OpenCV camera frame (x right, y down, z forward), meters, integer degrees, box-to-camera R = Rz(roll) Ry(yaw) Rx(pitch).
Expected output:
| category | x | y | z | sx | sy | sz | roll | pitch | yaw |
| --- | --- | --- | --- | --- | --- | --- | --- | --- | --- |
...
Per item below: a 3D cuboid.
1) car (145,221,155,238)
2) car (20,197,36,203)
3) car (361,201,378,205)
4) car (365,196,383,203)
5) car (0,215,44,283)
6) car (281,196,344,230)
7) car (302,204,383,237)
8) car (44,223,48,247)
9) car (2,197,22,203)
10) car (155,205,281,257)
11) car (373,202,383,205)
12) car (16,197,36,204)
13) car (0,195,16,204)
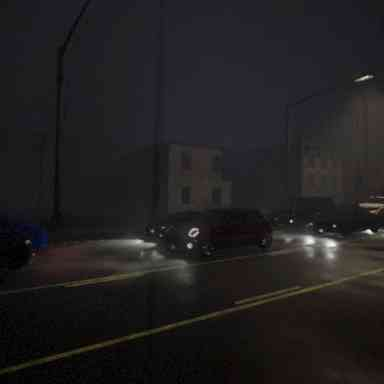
| category | x | y | z | sx | sy | sz | roll | pitch | yaw |
| --- | --- | --- | --- | --- | --- | --- | --- | --- | --- |
| car | -0.232 | 1.652 | 16.734 | 4.181 | 1.385 | 1.994 | 0 | 0 | -36 |
| car | -38.970 | 1.901 | 78.948 | 1.853 | 1.218 | 4.536 | 1 | -1 | -5 |
| car | 11.774 | 1.652 | 25.174 | 4.674 | 1.442 | 1.812 | 0 | 0 | -36 |
| car | 15.985 | 1.346 | 28.231 | 5.566 | 2.045 | 2.150 | 0 | 0 | -34 |
| car | -6.477 | 1.516 | 7.974 | 4.902 | 1.511 | 2.128 | 1 | -1 | -35 |
| car | 7.476 | 1.328 | 22.221 | 5.566 | 2.045 | 2.150 | 0 | 0 | -36 |
| car | 8.926 | 1.643 | 18.959 | 5.357 | 1.411 | 2.033 | 0 | 0 | -35 |
| car | -7.680 | 1.519 | 11.416 | 5.008 | 1.535 | 1.882 | 1 | -1 | -35 |
| car | -42.742 | 1.845 | 78.845 | 4.536 | 1.218 | 1.853 | 0 | -1 | 25 |
| car | 1.134 | 1.429 | 13.401 | 4.553 | 1.767 | 2.097 | 0 | 0 | -36 |
| car | 13.775 | 1.627 | 22.302 | 4.181 | 1.385 | 1.994 | -5 | 3 | -35 |
| car | -38.967 | 2.058 | 78.895 | 2.038 | 1.542 | 4.974 | 1 | -1 | -5 |
| car | -42.697 | 2.003 | 78.822 | 4.974 | 1.542 | 2.038 | 0 | -1 | 25 |
